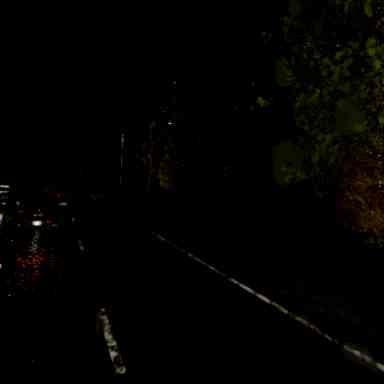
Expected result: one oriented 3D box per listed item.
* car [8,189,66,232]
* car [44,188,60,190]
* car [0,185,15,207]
[{"bbox_3d":[-6.873,0.862,15.114,1.837,1.490,4.892,2,1,-22],"label":"car"},{"bbox_3d":[-13.708,0.240,32.522,1.895,1.301,4.718,2,1,-21],"label":"car"},{"bbox_3d":[-14.463,0.255,24.997,2.128,1.511,4.902,2,1,-21],"label":"car"}]
